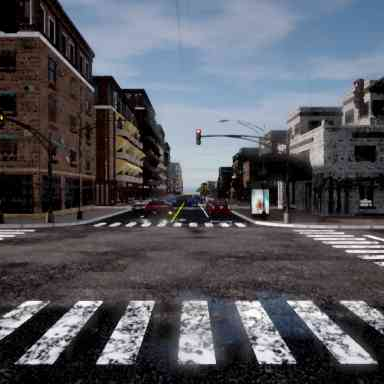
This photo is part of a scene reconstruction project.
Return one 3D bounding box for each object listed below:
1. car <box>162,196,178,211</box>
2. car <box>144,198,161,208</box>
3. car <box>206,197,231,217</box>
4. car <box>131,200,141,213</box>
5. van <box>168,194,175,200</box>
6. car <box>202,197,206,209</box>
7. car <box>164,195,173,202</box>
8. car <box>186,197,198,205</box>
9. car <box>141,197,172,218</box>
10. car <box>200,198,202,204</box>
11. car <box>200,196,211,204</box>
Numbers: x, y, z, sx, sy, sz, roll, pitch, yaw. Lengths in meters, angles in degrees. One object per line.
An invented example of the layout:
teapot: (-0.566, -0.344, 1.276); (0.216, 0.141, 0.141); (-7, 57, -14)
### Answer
car: (-3.170, 1.560, 40.965); (2.033, 1.411, 5.357); (0, 0, 0)
car: (-5.786, 1.571, 48.912); (2.008, 1.369, 4.403); (0, 0, 0)
car: (2.625, 1.446, 31.849); (1.967, 1.590, 4.097); (0, 0, 0)
car: (-5.765, 1.561, 37.518); (2.008, 1.369, 4.403); (0, 0, 0)
van: (-5.873, 1.430, 94.485); (1.690, 1.788, 3.998); (-1, 0, 0)
car: (2.605, 1.597, 43.243); (1.802, 1.307, 4.206); (0, 0, 0)
car: (-5.850, 1.592, 82.921); (1.752, 1.417, 4.829); (-1, 0, 0)
car: (-0.009, 1.578, 58.676); (2.033, 1.411, 5.357); (0, 0, 0)
car: (-3.154, 1.483, 30.634); (1.882, 1.535, 5.008); (0, 0, 0)
car: (2.594, 1.571, 48.940); (2.008, 1.369, 4.403); (0, 0, 0)
car: (2.563, 1.591, 66.030); (2.008, 1.369, 4.403); (-1, 0, 0)
